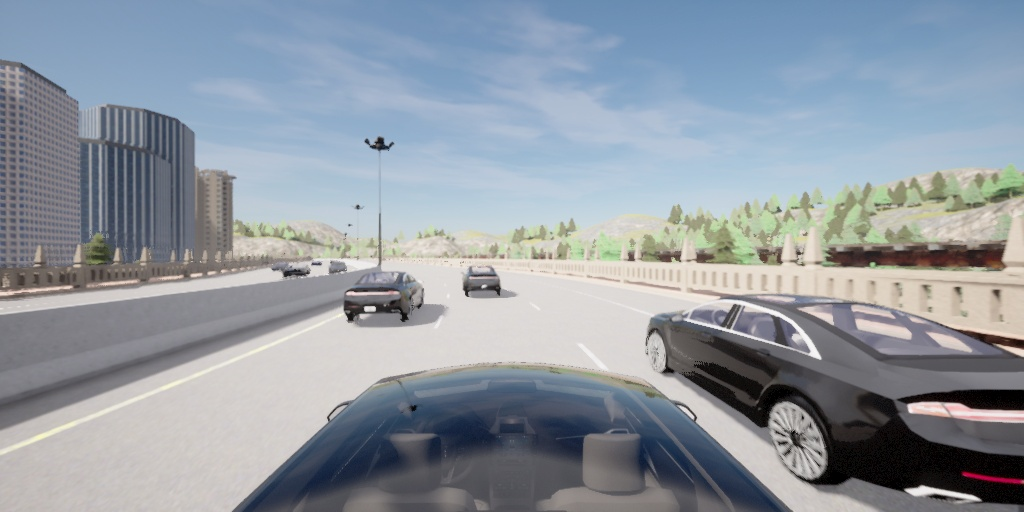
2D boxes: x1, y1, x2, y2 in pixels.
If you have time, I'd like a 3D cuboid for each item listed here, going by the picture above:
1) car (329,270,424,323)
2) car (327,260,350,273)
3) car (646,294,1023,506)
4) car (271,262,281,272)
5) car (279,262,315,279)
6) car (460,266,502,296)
[{"bbox_3d":[-4.216,1.269,12.398,2.128,1.511,4.902,0,0,-6],"label":"car"},{"bbox_3d":[-18.839,1.367,39.018,1.837,1.490,4.892,0,0,-24],"label":"car"},{"bbox_3d":[3.376,1.228,4.601,2.128,1.511,4.902,0,0,-2],"label":"car"},{"bbox_3d":[-31.590,1.491,49.250,1.994,1.385,4.181,0,0,-26],"label":"car"},{"bbox_3d":[-20.916,1.470,34.983,1.895,1.301,4.718,0,0,-22],"label":"car"},{"bbox_3d":[-1.730,1.262,19.467,2.128,1.511,4.902,0,0,-10],"label":"car"}]
